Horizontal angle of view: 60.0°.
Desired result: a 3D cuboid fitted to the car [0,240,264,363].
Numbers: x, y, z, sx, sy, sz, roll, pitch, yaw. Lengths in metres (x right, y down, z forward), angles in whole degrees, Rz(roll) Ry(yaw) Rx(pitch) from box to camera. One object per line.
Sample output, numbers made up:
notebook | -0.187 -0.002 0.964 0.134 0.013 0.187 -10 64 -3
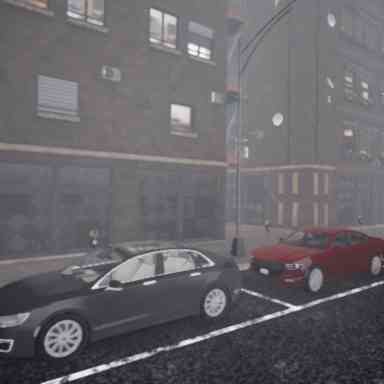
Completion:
car | -1.066 1.576 5.797 4.403 1.369 2.008 1 0 -35

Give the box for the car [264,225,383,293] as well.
car | 3.522 1.629 9.070 4.507 1.381 1.887 1 0 -35
